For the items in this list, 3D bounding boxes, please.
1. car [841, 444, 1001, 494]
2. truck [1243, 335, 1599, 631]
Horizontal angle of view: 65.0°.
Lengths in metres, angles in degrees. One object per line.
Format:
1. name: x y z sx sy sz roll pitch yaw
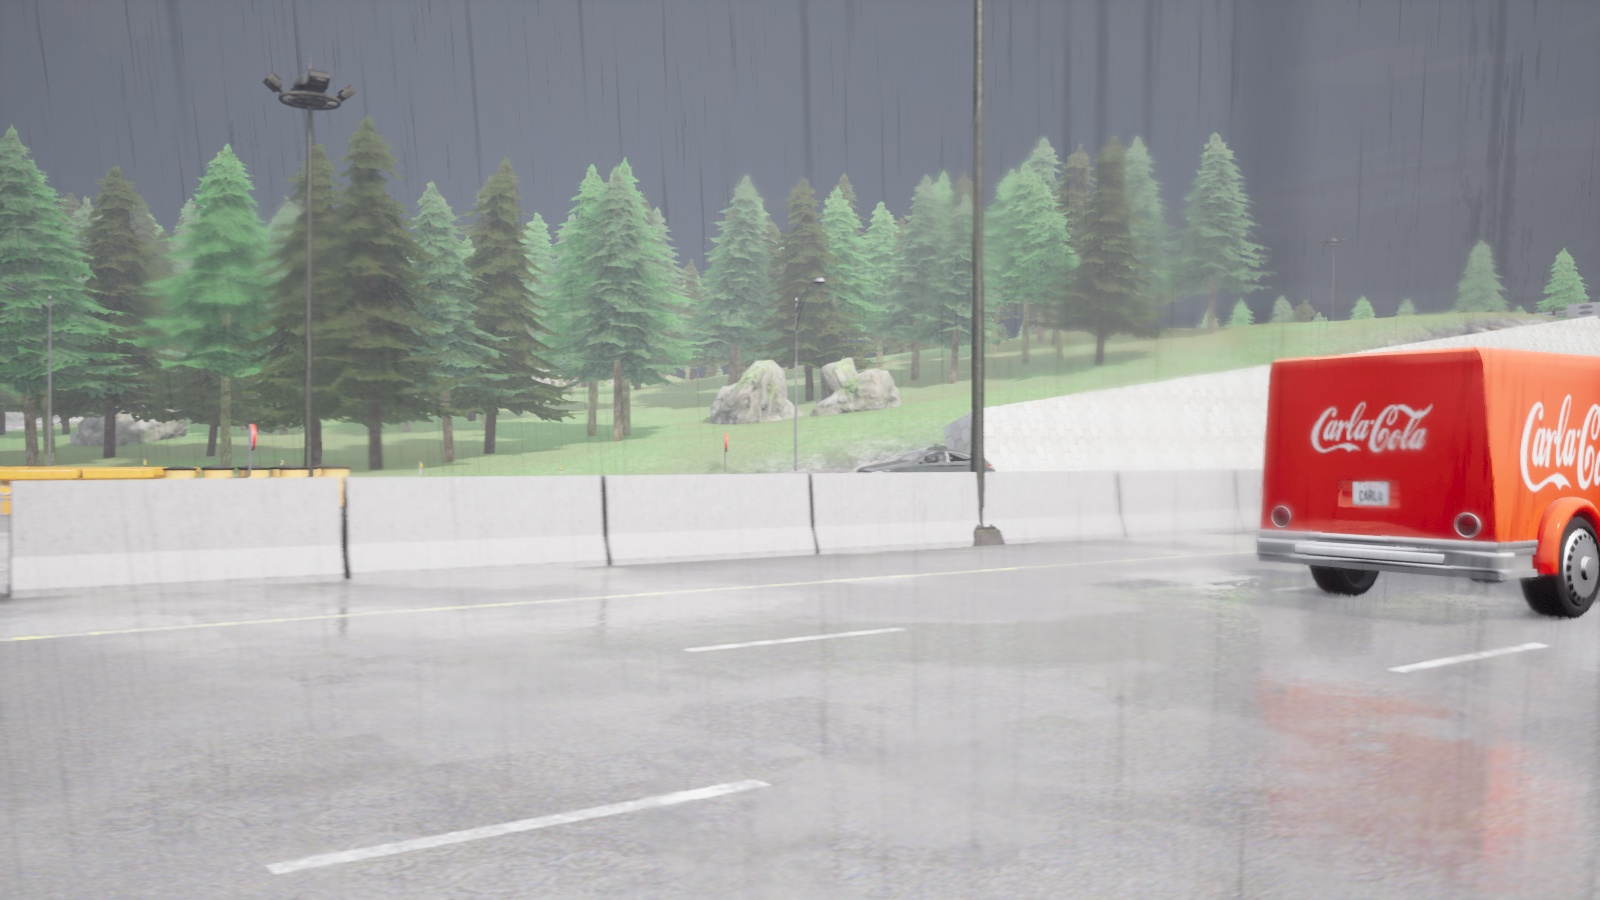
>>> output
1. car: 4.144 0.620 43.059 5.027 1.651 2.152 0 0 -21
2. truck: 7.339 0.275 13.033 5.204 2.467 2.627 0 0 -35
